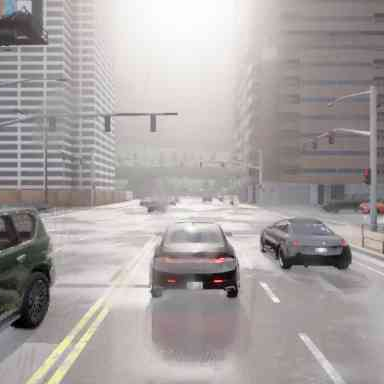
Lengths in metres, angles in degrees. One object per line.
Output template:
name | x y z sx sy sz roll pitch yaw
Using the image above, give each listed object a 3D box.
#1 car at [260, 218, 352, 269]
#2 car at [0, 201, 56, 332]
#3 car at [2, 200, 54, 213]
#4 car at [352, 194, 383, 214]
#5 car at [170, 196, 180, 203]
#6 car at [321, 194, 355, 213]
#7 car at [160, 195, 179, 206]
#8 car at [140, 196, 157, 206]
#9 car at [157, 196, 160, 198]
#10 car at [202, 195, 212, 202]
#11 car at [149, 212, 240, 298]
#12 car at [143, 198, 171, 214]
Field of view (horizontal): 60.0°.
car | 3.563 1.564 11.149 1.994 1.385 4.181 0 0 0
car | -3.606 1.221 4.003 2.150 2.045 5.566 0 0 0
car | -17.910 1.601 36.404 4.718 1.301 1.895 0 0 2
car | 18.968 1.352 33.036 4.553 1.767 2.097 0 0 0
car | -3.604 1.502 69.330 1.837 1.490 4.892 0 0 0
car | 17.143 1.221 36.556 5.566 2.045 2.150 0 0 0
car | -3.671 1.491 55.126 2.128 1.511 4.902 0 0 0
car | -7.175 1.526 53.332 1.812 1.442 4.674 0 0 1
car | -7.118 1.526 67.073 1.812 1.442 4.674 0 0 0
car | 3.388 1.355 75.715 2.097 1.767 4.553 0 0 0
car | 0.052 1.492 8.497 2.128 1.511 4.902 0 0 0
car | -3.654 1.601 35.565 1.895 1.301 4.718 0 0 0
